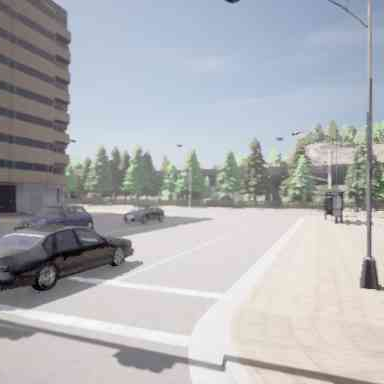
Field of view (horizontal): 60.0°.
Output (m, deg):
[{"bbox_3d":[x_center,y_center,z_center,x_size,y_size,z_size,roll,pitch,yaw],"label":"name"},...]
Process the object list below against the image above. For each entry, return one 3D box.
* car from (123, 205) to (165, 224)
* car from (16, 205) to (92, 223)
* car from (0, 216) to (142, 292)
[{"bbox_3d":[-4.017,1.878,28.403,2.128,1.511,4.902,0,-1,21],"label":"car"},{"bbox_3d":[-7.683,1.559,18.874,2.097,1.767,4.553,0,-1,21],"label":"car"},{"bbox_3d":[-3.729,1.654,9.364,2.033,1.411,5.357,0,-1,21],"label":"car"}]
